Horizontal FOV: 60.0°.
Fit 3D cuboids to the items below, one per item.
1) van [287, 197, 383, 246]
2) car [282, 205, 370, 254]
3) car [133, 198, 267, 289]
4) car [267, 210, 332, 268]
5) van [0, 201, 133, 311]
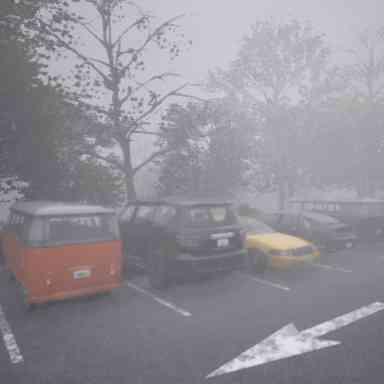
[{"bbox_3d":[5.833,1.229,14.369,1.878,1.987,4.442,0,0,-36],"label":"van"},{"bbox_3d":[3.650,1.452,12.659,2.231,1.521,4.892,0,0,-36],"label":"car"},{"bbox_3d":[-0.876,1.200,9.470,2.435,2.045,5.566,0,0,-36],"label":"car"},{"bbox_3d":[1.501,1.446,10.905,1.946,1.575,5.366,0,0,-36],"label":"car"},{"bbox_3d":[-3.281,1.239,7.862,1.878,1.987,4.442,0,0,-36],"label":"van"}]
